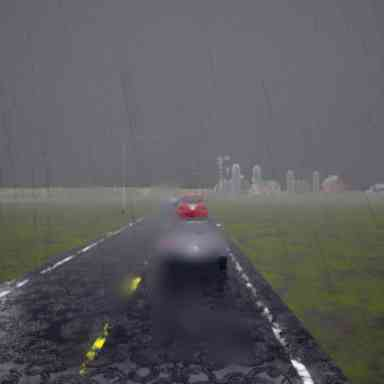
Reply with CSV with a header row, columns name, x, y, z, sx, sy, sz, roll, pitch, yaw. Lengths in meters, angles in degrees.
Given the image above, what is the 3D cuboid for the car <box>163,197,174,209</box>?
name,x,y,z,sx,sy,sz,roll,pitch,yaw
car,-2.836,1.383,44.785,1.882,1.535,5.008,0,0,0

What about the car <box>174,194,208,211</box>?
name,x,y,z,sx,sy,sz,roll,pitch,yaw
car,0.063,1.169,25.399,2.150,2.045,5.566,0,0,0

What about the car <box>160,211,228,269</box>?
name,x,y,z,sx,sy,sz,roll,pitch,yaw
car,0.065,1.538,11.081,1.994,1.385,4.181,0,0,0
